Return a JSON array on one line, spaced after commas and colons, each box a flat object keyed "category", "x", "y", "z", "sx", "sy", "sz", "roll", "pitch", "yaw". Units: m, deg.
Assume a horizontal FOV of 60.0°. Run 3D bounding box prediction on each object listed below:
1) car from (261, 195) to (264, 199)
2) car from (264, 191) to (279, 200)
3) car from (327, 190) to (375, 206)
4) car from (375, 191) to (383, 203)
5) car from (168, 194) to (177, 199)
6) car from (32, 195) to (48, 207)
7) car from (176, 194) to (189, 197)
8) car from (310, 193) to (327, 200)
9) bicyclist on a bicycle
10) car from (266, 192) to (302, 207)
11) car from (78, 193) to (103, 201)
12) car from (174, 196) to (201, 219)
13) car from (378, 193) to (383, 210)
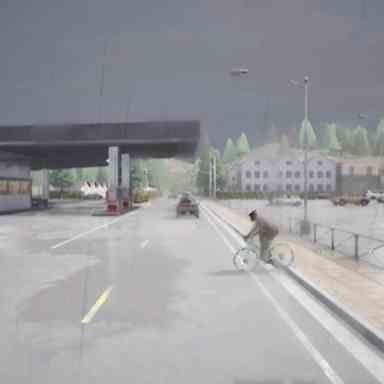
[{"category": "car", "x": 16.758, "y": 0.968, "z": 68.682, "sx": 4.902, "sy": 1.511, "sz": 2.128, "roll": 0, "pitch": 0, "yaw": -1}, {"category": "car", "x": 12.479, "y": 0.832, "z": 45.960, "sx": 3.866, "sy": 1.878, "sz": 1.905, "roll": 0, "pitch": 0, "yaw": -2}, {"category": "car", "x": 20.423, "y": 0.866, "z": 42.862, "sx": 4.605, "sy": 1.855, "sz": 1.932, "roll": 0, "pitch": 0, "yaw": -2}, {"category": "car", "x": 30.266, "y": 1.026, "z": 50.041, "sx": 4.514, "sy": 1.523, "sz": 2.007, "roll": 0, "pitch": 0, "yaw": -2}, {"category": "car", "x": -5.013, "y": 1.103, "z": 85.829, "sx": 1.994, "sy": 1.385, "sz": 4.181, "roll": 0, "pitch": 0, "yaw": -1}, {"category": "car", "x": -21.525, "y": 1.246, "z": 45.699, "sx": 2.242, "sy": 1.667, "sz": 4.611, "roll": 0, "pitch": 0, "yaw": -2}, {"category": "car", "x": -0.555, "y": 1.278, "z": 37.891, "sx": 1.882, "sy": 1.535, "sz": 5.008, "roll": 0, "pitch": 0, "yaw": -1}, {"category": "car", "x": 26.998, "y": 0.916, "z": 68.898, "sx": 5.008, "sy": 1.535, "sz": 1.882, "roll": 0, "pitch": 0, "yaw": -1}, {"category": "bicyclist on a bicycle", "x": 1.892, "y": 1.331, "z": 8.996, "sx": 1.656, "sy": 1.620, "sz": 0.582, "roll": -6, "pitch": 0, "yaw": -1}, {"category": "car", "x": 11.947, "y": 1.133, "z": 42.623, "sx": 3.806, "sy": 1.475, "sz": 1.970, "roll": 0, "pitch": 0, "yaw": -2}, {"category": "car", "x": -20.654, "y": 0.983, "z": 67.892, "sx": 4.902, "sy": 1.511, "sz": 2.128, "roll": 0, "pitch": 0, "yaw": -1}, {"category": "car", "x": -0.373, "y": 1.359, "z": 27.731, "sx": 1.837, "sy": 1.490, "sz": 4.892, "roll": 0, "pitch": 0, "yaw": -1}, {"category": "car", "x": 20.009, "y": 1.132, "z": 30.393, "sx": 4.514, "sy": 1.523, "sz": 2.007, "roll": 0, "pitch": 0, "yaw": -2}]
